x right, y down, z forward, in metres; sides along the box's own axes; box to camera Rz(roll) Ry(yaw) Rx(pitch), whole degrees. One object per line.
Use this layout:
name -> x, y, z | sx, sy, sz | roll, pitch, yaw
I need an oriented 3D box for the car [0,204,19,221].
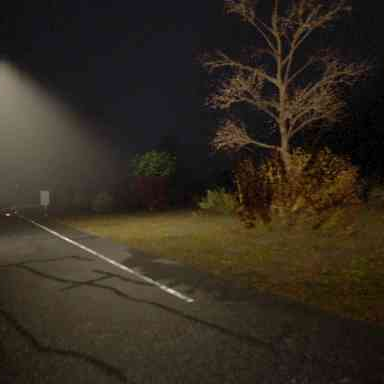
car -> -20.593, 2.424, 37.130 | 1.994, 1.385, 4.181 | -4, 1, -31
